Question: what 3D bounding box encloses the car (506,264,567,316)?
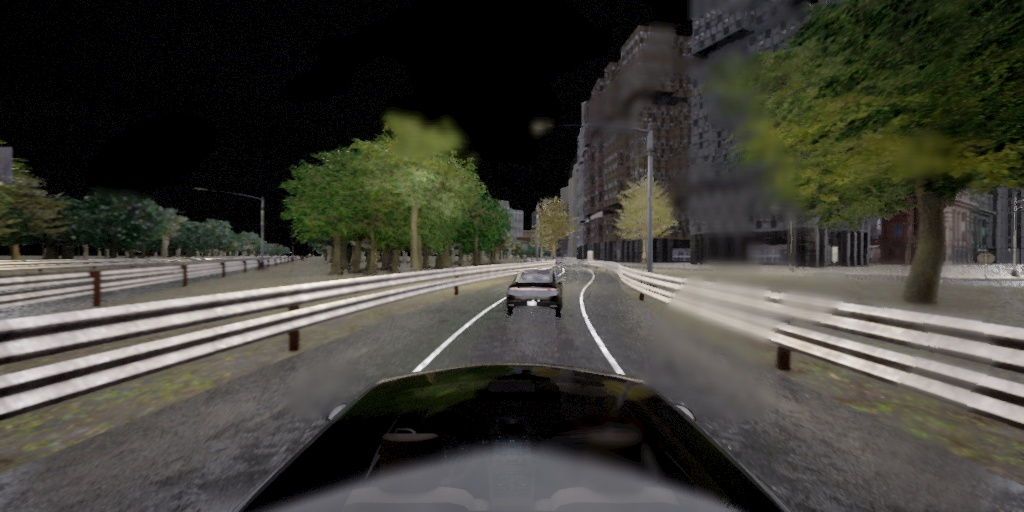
[{"bbox_3d":[0.976,1.247,13.430,2.128,1.511,4.902,0,0,9],"label":"car"}]
